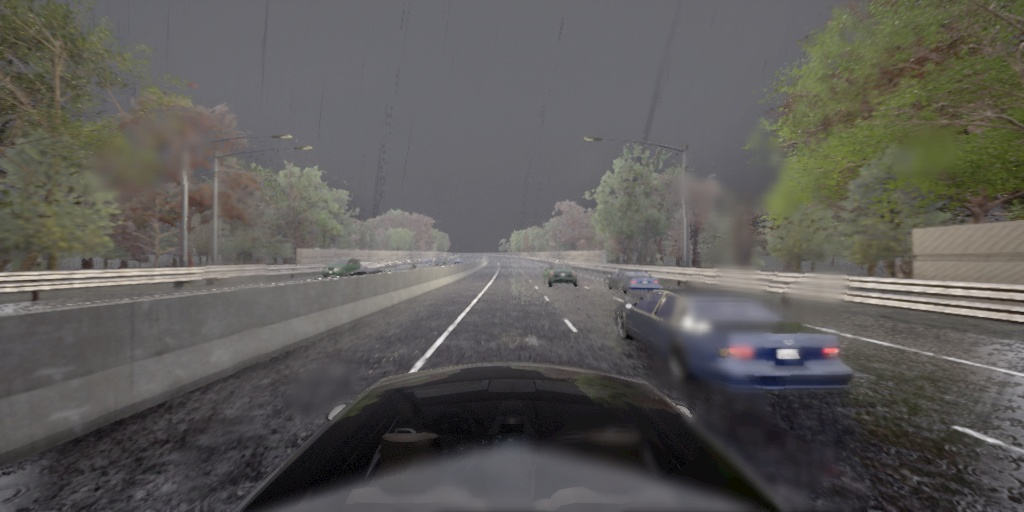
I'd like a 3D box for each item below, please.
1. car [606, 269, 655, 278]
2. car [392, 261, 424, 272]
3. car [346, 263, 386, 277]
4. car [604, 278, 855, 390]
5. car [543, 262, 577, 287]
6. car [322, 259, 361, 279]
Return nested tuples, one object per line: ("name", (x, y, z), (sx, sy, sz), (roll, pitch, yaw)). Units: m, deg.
("car", (7.086, 1.479, 21.643), (2.033, 1.411, 5.357), (0, -1, 0))
("car", (-10.714, 1.559, 36.427), (1.837, 1.490, 4.892), (0, 0, 0))
("car", (-14.206, 1.649, 35.624), (1.895, 1.301, 4.718), (0, 0, 0))
("car", (3.600, 1.348, 7.188), (2.033, 1.411, 5.357), (0, -1, 0))
("car", (3.554, 1.334, 27.203), (2.097, 1.767, 4.553), (0, -1, 0))
("car", (-17.723, 1.285, 37.764), (2.150, 2.045, 5.566), (0, -1, 0))
